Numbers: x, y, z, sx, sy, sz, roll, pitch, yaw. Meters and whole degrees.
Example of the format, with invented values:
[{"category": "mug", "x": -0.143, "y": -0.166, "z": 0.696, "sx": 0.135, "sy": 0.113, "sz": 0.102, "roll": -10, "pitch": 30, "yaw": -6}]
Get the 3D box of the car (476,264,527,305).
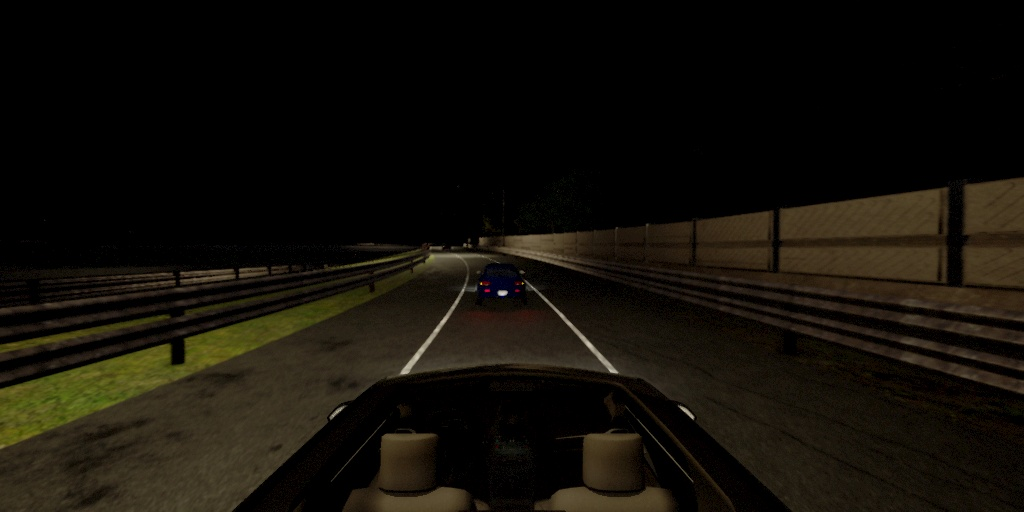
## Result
[{"category": "car", "x": -0.468, "y": 1.027, "z": 14.526, "sx": 1.812, "sy": 1.442, "sz": 4.674, "roll": 0, "pitch": 2, "yaw": -4}]
